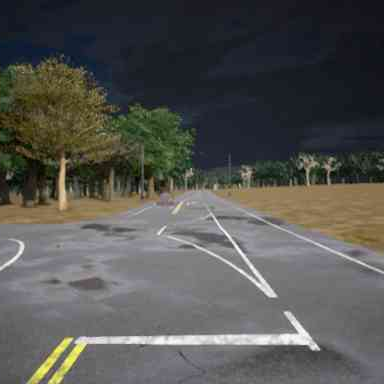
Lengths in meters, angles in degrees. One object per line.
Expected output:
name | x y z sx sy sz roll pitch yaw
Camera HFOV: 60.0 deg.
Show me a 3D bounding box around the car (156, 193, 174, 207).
car | -3.441 0.935 43.554 2.097 1.767 4.553 0 1 0
